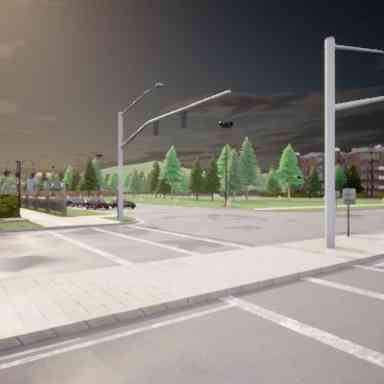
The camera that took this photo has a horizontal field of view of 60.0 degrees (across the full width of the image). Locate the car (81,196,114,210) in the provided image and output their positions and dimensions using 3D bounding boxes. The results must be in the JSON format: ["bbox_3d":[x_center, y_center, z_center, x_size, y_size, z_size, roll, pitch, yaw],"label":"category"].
[{"bbox_3d":[-12.227,1.594,42.759,1.895,1.301,4.718,0,0,-36],"label":"car"}]

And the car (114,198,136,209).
[{"bbox_3d":[-9.442,1.539,44.870,2.033,1.411,5.357,0,0,-36],"label":"car"}]

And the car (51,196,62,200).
[{"bbox_3d":[-23.481,1.498,58.283,1.837,1.490,4.892,0,0,-36],"label":"car"}]

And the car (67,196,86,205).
[{"bbox_3d":[-21.343,1.469,61.322,1.882,1.535,5.008,0,0,-36],"label":"car"}]

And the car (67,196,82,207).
[{"bbox_3d":[-17.640,1.498,50.200,1.837,1.490,4.892,0,0,-36],"label":"car"}]

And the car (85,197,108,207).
[{"bbox_3d":[-15.242,1.496,52.860,1.837,1.490,4.892,0,0,-36],"label":"car"}]
